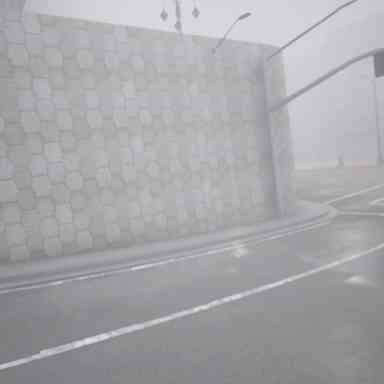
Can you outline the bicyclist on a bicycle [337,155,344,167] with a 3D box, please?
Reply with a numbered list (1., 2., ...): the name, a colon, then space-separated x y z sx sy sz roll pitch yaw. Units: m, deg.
1. bicyclist on a bicycle: 20.002 -4.220 44.866 1.656 1.620 0.582 -12 7 -35
